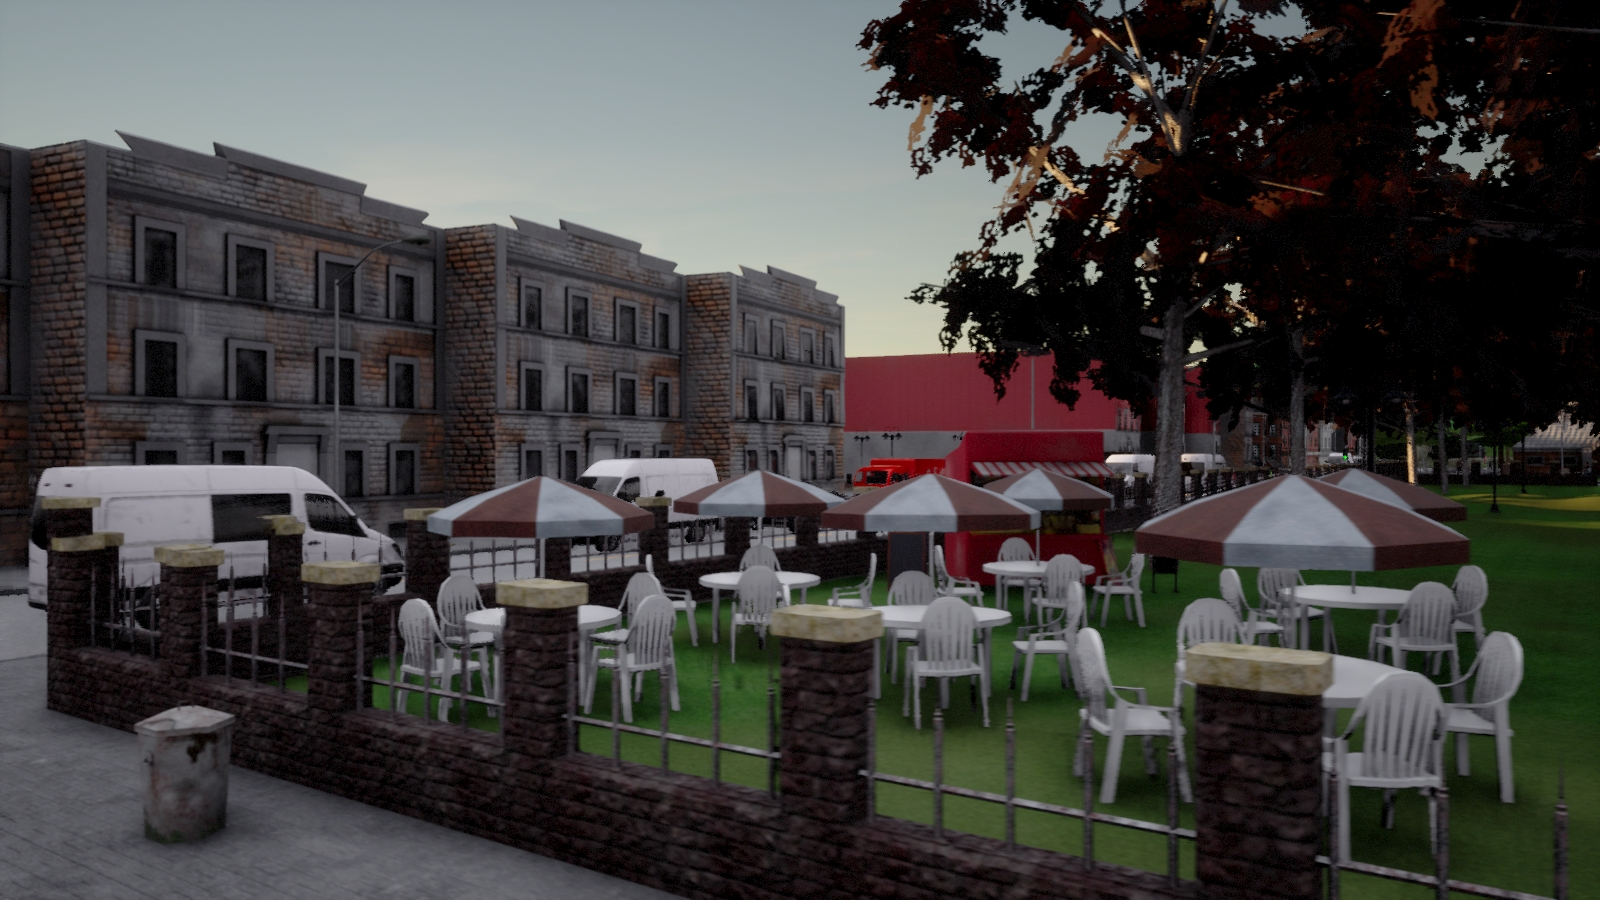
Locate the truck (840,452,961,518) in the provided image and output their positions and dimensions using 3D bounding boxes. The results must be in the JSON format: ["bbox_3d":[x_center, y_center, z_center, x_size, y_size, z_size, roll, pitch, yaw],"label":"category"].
[{"bbox_3d":[4.122,1.345,46.052,2.627,2.467,5.204,0,0,35],"label":"truck"}]

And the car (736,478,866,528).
[{"bbox_3d":[0.102,1.814,40.316,2.097,1.535,5.006,0,0,35],"label":"car"}]

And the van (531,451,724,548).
[{"bbox_3d":[-4.859,1.315,33.217,1.988,2.561,5.915,0,0,35],"label":"van"}]

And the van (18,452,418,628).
[{"bbox_3d":[-9.658,1.314,19.630,1.988,2.561,5.915,0,0,33],"label":"van"}]

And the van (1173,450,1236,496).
[{"bbox_3d":[23.858,1.312,67.298,1.988,2.561,5.915,0,0,35],"label":"van"}]
